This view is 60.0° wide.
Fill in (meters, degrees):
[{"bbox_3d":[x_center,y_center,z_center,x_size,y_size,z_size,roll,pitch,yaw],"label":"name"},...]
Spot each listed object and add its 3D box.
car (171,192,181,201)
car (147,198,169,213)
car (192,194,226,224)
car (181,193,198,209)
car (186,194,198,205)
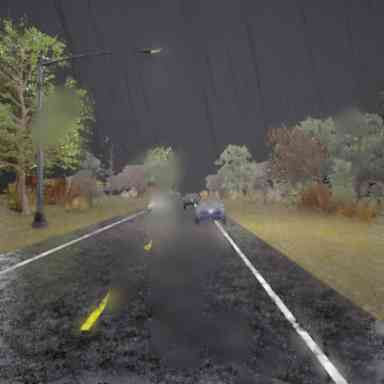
[{"bbox_3d":[-3.517,0.971,76.423,2.150,2.045,5.566,0,0,0],"label":"car"},{"bbox_3d":[-3.600,1.426,35.648,1.812,1.442,4.674,0,0,0],"label":"car"},{"bbox_3d":[1.220,1.280,23.851,2.097,1.767,4.553,0,0,0],"label":"car"},{"bbox_3d":[0.007,1.108,43.575,2.150,2.045,5.566,0,0,0],"label":"car"},{"bbox_3d":[-0.012,1.242,57.734,2.097,1.767,4.553,0,0,0],"label":"car"}]
